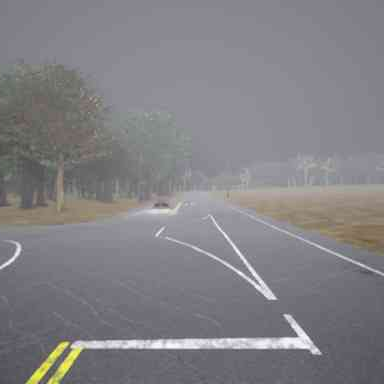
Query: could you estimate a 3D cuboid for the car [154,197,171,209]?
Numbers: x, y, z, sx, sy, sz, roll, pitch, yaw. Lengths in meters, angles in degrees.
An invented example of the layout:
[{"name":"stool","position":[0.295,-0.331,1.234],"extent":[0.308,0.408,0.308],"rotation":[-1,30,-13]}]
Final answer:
[{"name":"car","position":[-3.660,1.349,41.386],"extent":[1.895,1.301,4.718],"rotation":[0,1,-1]}]
